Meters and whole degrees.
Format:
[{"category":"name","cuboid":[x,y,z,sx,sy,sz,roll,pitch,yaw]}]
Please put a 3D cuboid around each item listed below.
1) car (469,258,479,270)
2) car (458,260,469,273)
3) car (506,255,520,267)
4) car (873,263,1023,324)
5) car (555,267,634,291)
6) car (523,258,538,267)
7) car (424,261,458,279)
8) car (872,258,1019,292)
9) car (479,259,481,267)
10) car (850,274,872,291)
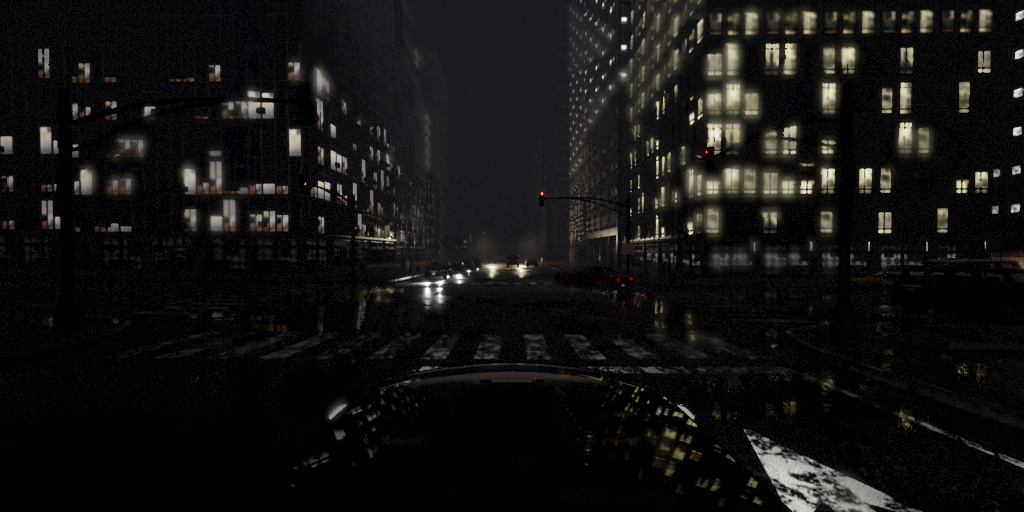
[{"category":"car","cuboid":[-6.457,1.257,51.371,2.033,1.411,5.357,0,0,0]},{"category":"car","cuboid":[-6.492,1.321,41.600,1.895,1.301,4.718,0,0,0]},{"category":"car","cuboid":[0.171,0.917,62.844,2.150,2.045,5.566,0,0,0]},{"category":"car","cuboid":[16.220,1.280,12.403,5.009,1.841,2.192,0,0,1]},{"category":"car","cuboid":[4.862,1.323,21.851,1.895,1.301,4.718,0,1,-40]},{"category":"car","cuboid":[3.521,1.186,63.657,2.128,1.511,4.902,0,0,0]},{"category":"car","cuboid":[-6.519,1.221,32.318,2.128,1.511,4.902,0,0,0]},{"category":"car","cuboid":[22.184,1.147,18.056,5.566,2.045,2.150,1,1,1]},{"category":"car","cuboid":[-6.392,1.175,61.711,1.882,1.535,5.008,0,0,1]},{"category":"car","cuboid":[21.854,1.407,20.672,4.829,1.417,1.751,0,0,1]}]
